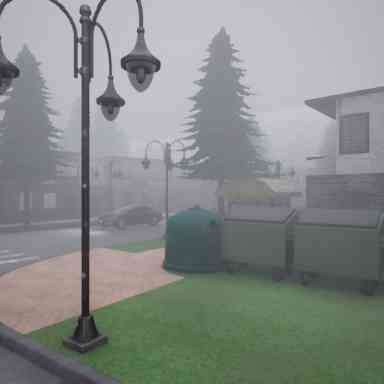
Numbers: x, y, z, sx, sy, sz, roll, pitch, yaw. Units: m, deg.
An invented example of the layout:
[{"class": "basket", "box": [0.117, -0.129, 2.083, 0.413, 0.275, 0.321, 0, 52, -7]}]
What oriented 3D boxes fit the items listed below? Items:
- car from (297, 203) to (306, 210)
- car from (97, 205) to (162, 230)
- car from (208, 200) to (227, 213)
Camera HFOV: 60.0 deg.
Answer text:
[{"class": "car", "box": [14.285, 1.509, 38.398, 4.553, 1.767, 2.097, 0, 0, -28]}, {"class": "car", "box": [-4.212, 1.660, 22.943, 1.837, 1.490, 4.892, 0, 0, 40]}, {"class": "car", "box": [3.531, 1.508, 30.857, 4.553, 1.767, 2.097, 0, 0, -41]}]
